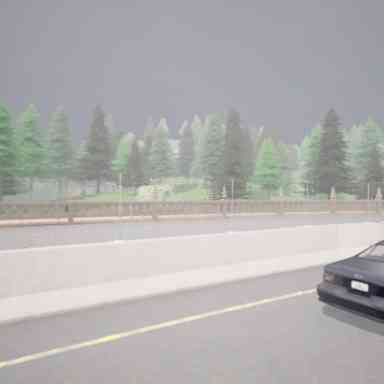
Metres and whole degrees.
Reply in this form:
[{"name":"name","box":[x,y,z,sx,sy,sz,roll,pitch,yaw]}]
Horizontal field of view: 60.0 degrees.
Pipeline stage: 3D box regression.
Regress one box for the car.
[{"name":"car","box":[4.881,1.590,6.658,5.357,1.411,2.033,0,0,-30]}]
